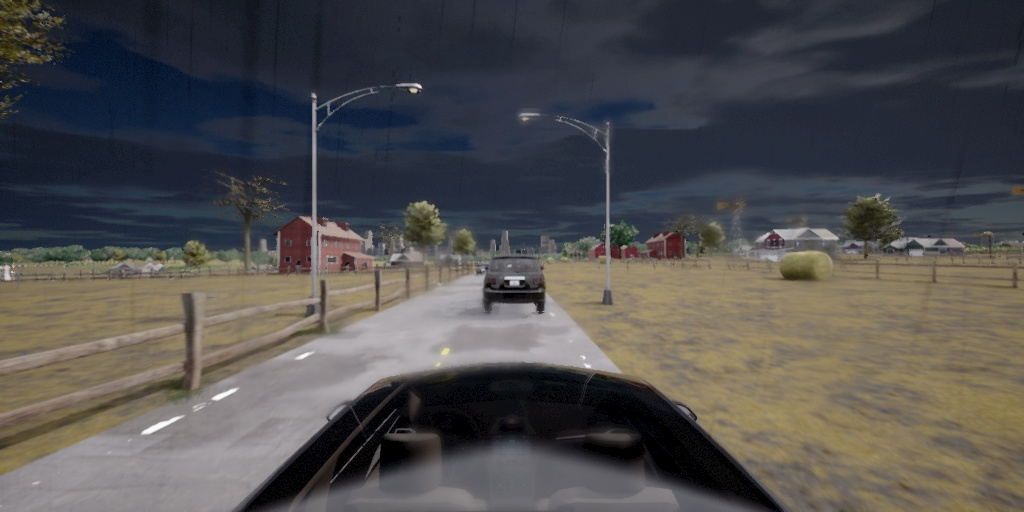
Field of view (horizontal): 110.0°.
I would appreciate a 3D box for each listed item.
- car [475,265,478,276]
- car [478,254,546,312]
[{"bbox_3d":[-2.846,1.306,38.832,2.128,1.511,4.902,0,0,0],"label":"car"},{"bbox_3d":[0.091,0.953,14.118,2.150,2.045,5.566,0,0,0],"label":"car"}]
